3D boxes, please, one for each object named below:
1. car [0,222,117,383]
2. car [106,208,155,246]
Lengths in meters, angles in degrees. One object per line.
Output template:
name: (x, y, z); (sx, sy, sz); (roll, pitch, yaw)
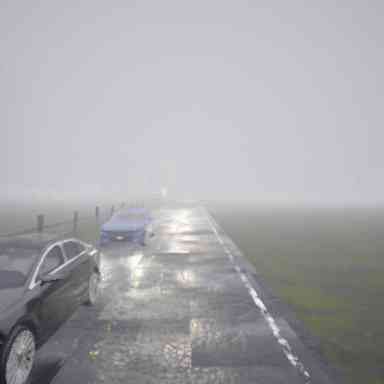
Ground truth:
car: (-2.854, 1.512, 5.286); (2.128, 1.511, 4.902); (0, 0, 0)
car: (-2.860, 1.527, 15.638); (1.882, 1.535, 5.008); (0, 0, 0)
